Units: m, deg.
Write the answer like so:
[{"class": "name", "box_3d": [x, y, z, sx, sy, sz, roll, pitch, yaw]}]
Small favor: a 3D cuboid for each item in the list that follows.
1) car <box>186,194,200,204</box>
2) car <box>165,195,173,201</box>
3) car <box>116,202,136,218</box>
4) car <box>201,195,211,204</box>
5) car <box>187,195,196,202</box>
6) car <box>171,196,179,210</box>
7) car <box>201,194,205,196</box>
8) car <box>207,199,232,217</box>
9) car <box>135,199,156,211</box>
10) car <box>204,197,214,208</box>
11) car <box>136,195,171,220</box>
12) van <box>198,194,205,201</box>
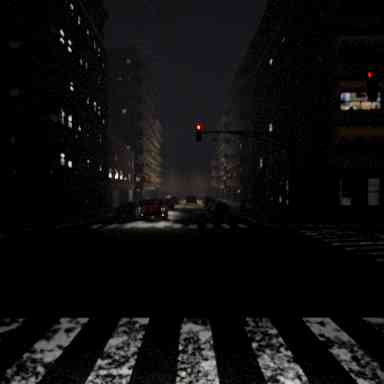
[{"class": "car", "box_3d": [-0.105, 1.361, 61.519, 2.097, 1.767, 4.553, 0, 0, 0]}, {"class": "car", "box_3d": [-5.843, 1.550, 85.529, 1.752, 1.417, 4.829, 0, 0, 0]}, {"class": "car", "box_3d": [-5.749, 1.564, 30.464, 1.947, 1.339, 4.313, 0, 0, 0]}, {"class": "car", "box_3d": [2.604, 1.547, 47.037, 1.887, 1.381, 4.507, 0, 0, 0]}, {"class": "car", "box_3d": [-0.118, 1.399, 69.923, 1.994, 1.385, 4.181, 0, 0, 0]}, {"class": "car", "box_3d": [-3.166, 1.492, 41.762, 2.128, 1.511, 4.902, 0, 0, 0]}, {"class": "car", "box_3d": [3.046, 1.534, 61.035, 1.812, 1.442, 4.674, 0, 0, 0]}, {"class": "car", "box_3d": [2.632, 1.580, 30.466, 1.802, 1.307, 4.206, 0, 0, 0]}, {"class": "car", "box_3d": [-5.768, 1.567, 41.511, 1.947, 1.339, 4.313, 0, 0, 0]}, {"class": "car", "box_3d": [2.623, 1.565, 35.990, 1.947, 1.339, 4.313, 0, 0, 0]}, {"class": "car", "box_3d": [-3.089, 1.350, 27.712, 2.097, 1.767, 4.553, 0, 0, -2]}, {"class": "van", "box_3d": [2.536, 1.366, 85.701, 1.690, 1.788, 3.998, -1, 0, 0]}]
